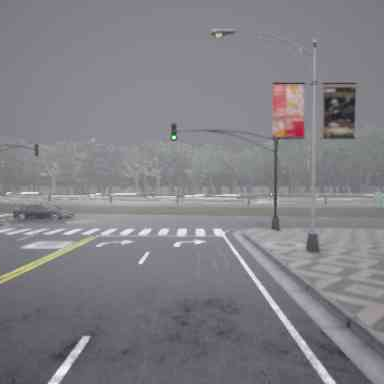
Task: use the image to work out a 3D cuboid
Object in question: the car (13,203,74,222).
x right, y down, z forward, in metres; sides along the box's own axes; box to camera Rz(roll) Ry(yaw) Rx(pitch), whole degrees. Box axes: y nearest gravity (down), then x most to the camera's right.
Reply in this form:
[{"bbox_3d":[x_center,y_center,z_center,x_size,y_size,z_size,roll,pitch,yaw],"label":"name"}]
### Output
[{"bbox_3d":[-12.195,1.681,27.468,4.892,1.490,1.837,1,1,9],"label":"car"}]
